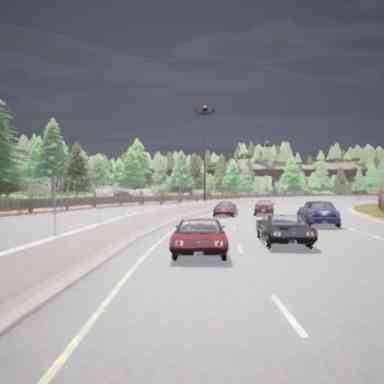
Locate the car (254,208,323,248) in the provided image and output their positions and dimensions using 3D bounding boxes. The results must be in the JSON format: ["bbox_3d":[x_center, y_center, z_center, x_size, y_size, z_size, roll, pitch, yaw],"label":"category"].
[{"bbox_3d":[3.959,1.603,14.698,1.895,1.301,4.718,0,0,4],"label":"car"}]

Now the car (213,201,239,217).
[{"bbox_3d":[3.262,1.567,31.645,1.994,1.385,4.181,0,0,14],"label":"car"}]

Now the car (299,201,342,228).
[{"bbox_3d":[8.474,1.357,22.515,2.097,1.767,4.553,0,0,9],"label":"car"}]

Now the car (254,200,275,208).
[{"bbox_3d":[7.176,1.530,32.834,1.812,1.442,4.674,0,0,15],"label":"car"}]

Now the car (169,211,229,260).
[{"bbox_3d":[0.310,1.601,12.395,1.895,1.301,4.718,0,0,3],"label":"car"}]
